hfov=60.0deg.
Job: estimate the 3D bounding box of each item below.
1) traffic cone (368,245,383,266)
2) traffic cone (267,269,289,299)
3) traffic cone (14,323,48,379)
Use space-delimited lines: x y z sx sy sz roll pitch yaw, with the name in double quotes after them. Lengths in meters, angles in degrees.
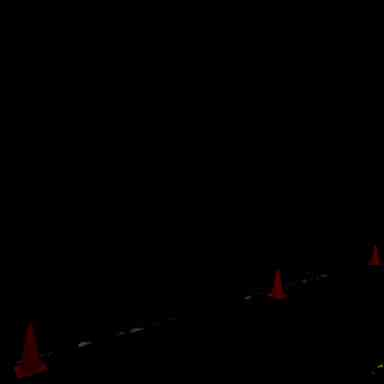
5.677 1.948 10.291 0.340 0.580 0.340 0 0 -40 "traffic cone"
1.864 1.956 7.199 0.340 0.580 0.340 0 0 -38 "traffic cone"
-2.051 1.964 4.236 0.340 0.580 0.340 0 0 -36 "traffic cone"
